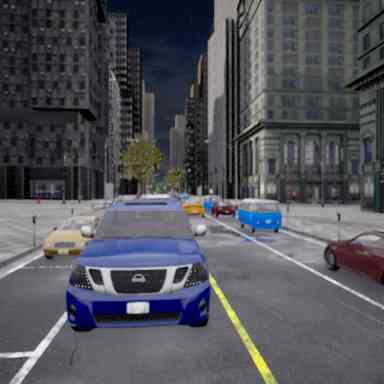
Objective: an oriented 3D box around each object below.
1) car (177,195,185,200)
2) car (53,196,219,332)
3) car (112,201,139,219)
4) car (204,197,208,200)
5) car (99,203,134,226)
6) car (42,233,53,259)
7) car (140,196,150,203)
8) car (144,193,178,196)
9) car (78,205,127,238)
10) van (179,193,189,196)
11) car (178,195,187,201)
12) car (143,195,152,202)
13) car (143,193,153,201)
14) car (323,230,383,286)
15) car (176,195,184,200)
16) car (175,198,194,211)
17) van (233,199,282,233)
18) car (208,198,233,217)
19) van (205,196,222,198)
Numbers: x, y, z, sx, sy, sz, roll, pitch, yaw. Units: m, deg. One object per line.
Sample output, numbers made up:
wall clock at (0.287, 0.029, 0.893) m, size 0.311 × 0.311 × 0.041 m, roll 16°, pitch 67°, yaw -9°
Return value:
car at (-2.973, 1.521, 89.574) m, size 1.802 × 1.307 × 4.206 m, roll 0°, pitch 0°, yaw -5°
car at (-0.992, 1.213, 7.257) m, size 2.150 × 2.045 × 5.566 m, roll 0°, pitch 0°, yaw -5°
car at (-5.789, 1.515, 29.301) m, size 1.887 × 1.381 × 4.507 m, roll 0°, pitch 0°, yaw -5°
car at (0.008, 1.443, 30.207) m, size 1.882 × 1.535 × 5.008 m, roll 0°, pitch 0°, yaw -5°
car at (-5.261, 1.520, 23.801) m, size 1.887 × 1.381 × 4.507 m, roll 0°, pitch 0°, yaw -5°
car at (-4.191, 1.513, 12.632) m, size 1.752 × 1.417 × 4.829 m, roll 0°, pitch 0°, yaw -5°
car at (-9.389, 1.473, 67.053) m, size 1.752 × 1.417 × 4.829 m, roll 0°, pitch 0°, yaw -5°
car at (-2.234, 1.198, 21.321) m, size 2.150 × 2.045 × 5.566 m, roll 0°, pitch 0°, yaw -5°
car at (-4.734, 1.526, 18.301) m, size 1.887 × 1.381 × 4.507 m, roll 0°, pitch 0°, yaw -5°
van at (-1.426, 1.280, 73.408) m, size 1.690 × 1.788 × 3.998 m, roll 0°, pitch 0°, yaw -5°
car at (-2.457, 1.483, 84.185) m, size 1.887 × 1.381 × 4.507 m, roll 0°, pitch 0°, yaw -5°
car at (-10.406, 1.490, 77.755) m, size 1.887 × 1.381 × 4.507 m, roll 0°, pitch 0°, yaw -5°
car at (-10.909, 1.260, 83.020) m, size 2.192 × 1.841 × 5.009 m, roll 0°, pitch 0°, yaw -5°
car at (4.829, 1.569, 8.098) m, size 1.802 × 1.307 × 4.206 m, roll 0°, pitch 0°, yaw -5°
car at (-3.488, 1.491, 94.963) m, size 2.008 × 1.369 × 4.403 m, roll 0°, pitch 0°, yaw -5°
car at (-1.006, 1.520, 40.579) m, size 1.994 × 1.385 × 4.181 m, roll 0°, pitch 0°, yaw -5°
van at (3.780, 1.316, 19.098) m, size 1.690 × 1.788 × 3.998 m, roll 0°, pitch 0°, yaw -5°
car at (2.729, 1.508, 30.097) m, size 1.887 × 1.381 × 4.507 m, roll 0°, pitch 0°, yaw -5°
van at (2.205, 1.299, 35.597) m, size 1.690 × 1.788 × 3.998 m, roll 0°, pitch 0°, yaw -5°
